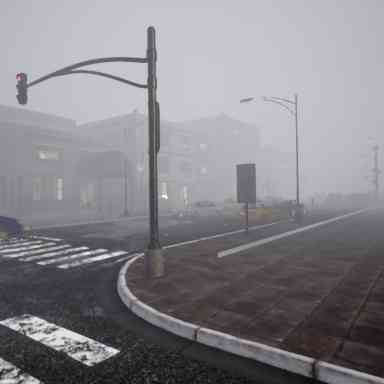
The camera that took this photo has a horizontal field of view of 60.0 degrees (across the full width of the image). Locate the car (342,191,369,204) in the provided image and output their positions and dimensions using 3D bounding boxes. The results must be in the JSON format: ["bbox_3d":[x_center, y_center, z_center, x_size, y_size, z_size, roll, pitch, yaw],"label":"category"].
[{"bbox_3d":[22.927,0.898,46.443,1.882,1.535,5.008,-1,0,36],"label":"car"}]

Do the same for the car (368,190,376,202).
[{"bbox_3d":[27.053,0.860,52.098,1.837,1.490,4.892,-1,0,36],"label":"car"}]

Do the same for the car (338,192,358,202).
[{"bbox_3d":[26.651,0.869,56.728,2.128,1.511,4.902,-1,0,36],"label":"car"}]

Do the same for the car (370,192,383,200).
[{"bbox_3d":[36.914,0.771,66.398,1.947,1.339,4.313,-1,0,36],"label":"car"}]

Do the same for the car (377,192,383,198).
[{"bbox_3d":[43.254,0.652,75.091,1.887,1.381,4.507,-1,0,36],"label":"car"}]

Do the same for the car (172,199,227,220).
[{"bbox_3d":[0.509,1.408,26.253,1.895,1.301,4.718,-1,0,36],"label":"car"}]

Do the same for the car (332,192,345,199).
[{"bbox_3d":[33.399,0.743,75.805,1.967,1.590,4.097,-1,0,36],"label":"car"}]

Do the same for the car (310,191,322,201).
[{"bbox_3d":[23.625,0.769,62.388,2.192,1.841,5.009,-1,0,36],"label":"car"}]

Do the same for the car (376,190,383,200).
[{"bbox_3d":[33.654,0.570,61.925,2.192,1.841,5.009,-1,0,36],"label":"car"}]

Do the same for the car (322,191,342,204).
[{"bbox_3d":[21.414,0.811,49.532,2.097,1.767,4.553,-1,0,36],"label":"car"}]

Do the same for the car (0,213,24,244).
[{"bbox_3d":[-9.654,1.503,13.940,4.674,1.442,1.812,-1,0,-40],"label":"car"}]

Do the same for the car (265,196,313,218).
[{"bbox_3d":[7.599,1.217,26.146,2.008,1.369,4.403,-1,0,36],"label":"car"}]

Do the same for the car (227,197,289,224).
[{"bbox_3d":[4.441,1.242,21.811,1.752,1.417,4.829,-1,0,36],"label":"car"}]

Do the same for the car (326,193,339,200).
[{"bbox_3d":[30.143,0.935,71.333,1.802,1.307,4.206,-1,0,36],"label":"car"}]

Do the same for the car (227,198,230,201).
[{"bbox_3d":[3.985,1.290,35.415,1.752,1.417,4.829,-1,0,36],"label":"car"}]

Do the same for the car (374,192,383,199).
[{"bbox_3d":[40.171,0.721,70.871,1.947,1.339,4.313,-1,0,36],"label":"car"}]

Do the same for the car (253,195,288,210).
[{"bbox_3d":[9.026,1.163,37.926,2.128,1.511,4.902,-1,0,36],"label":"car"}]

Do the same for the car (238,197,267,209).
[{"bbox_3d":[7.343,1.293,40.026,1.802,1.307,4.206,-1,0,36],"label":"car"}]
